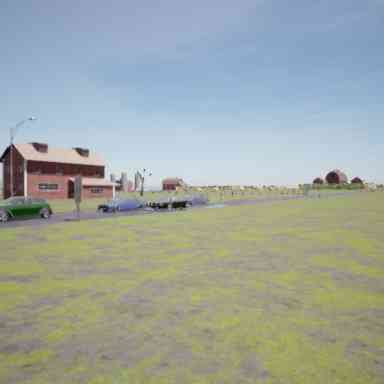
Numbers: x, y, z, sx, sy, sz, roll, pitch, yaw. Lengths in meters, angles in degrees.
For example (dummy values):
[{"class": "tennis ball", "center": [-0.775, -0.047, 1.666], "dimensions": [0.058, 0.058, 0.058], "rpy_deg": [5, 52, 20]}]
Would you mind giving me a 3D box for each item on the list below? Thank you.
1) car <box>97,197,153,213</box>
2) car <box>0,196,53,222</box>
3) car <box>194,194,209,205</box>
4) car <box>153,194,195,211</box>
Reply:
[{"class": "car", "center": [-6.639, 1.168, 32.524], "dimensions": [2.033, 1.411, 5.357], "rpy_deg": [1, 1, 36]}, {"class": "car", "center": [-12.664, 1.123, 24.194], "dimensions": [2.097, 1.767, 4.553], "rpy_deg": [1, 1, 36]}, {"class": "car", "center": [0.147, 0.996, 41.895], "dimensions": [2.033, 1.411, 5.357], "rpy_deg": [1, 1, 35]}, {"class": "car", "center": [-2.064, 1.192, 33.830], "dimensions": [1.895, 1.301, 4.718], "rpy_deg": [1, 1, 36]}]
